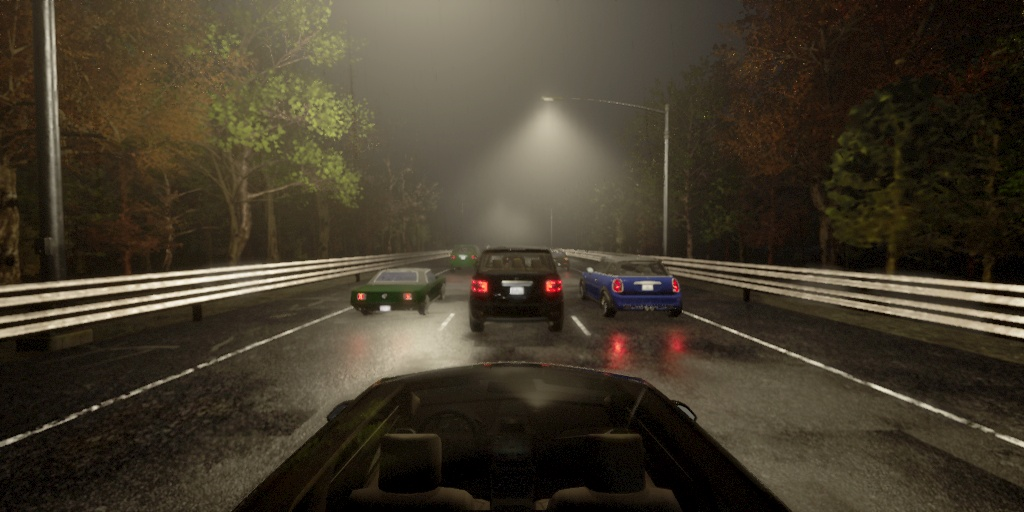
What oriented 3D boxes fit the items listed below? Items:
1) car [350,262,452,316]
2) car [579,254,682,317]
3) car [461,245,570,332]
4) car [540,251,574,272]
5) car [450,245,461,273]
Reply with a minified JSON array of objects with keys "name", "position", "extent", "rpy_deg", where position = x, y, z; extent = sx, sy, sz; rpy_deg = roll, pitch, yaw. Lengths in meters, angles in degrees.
[{"name":"car","position":[-3.395,1.040,11.750],"extent":[1.895,1.301,4.718],"rpy_deg":[0,2,-1]},{"name":"car","position":[3.606,0.793,11.723],"extent":[2.097,1.767,4.553],"rpy_deg":[0,2,-1]},{"name":"car","position":[0.103,0.715,10.022],"extent":[2.150,2.045,5.566],"rpy_deg":[0,2,0]},{"name":"car","position":[3.609,0.364,29.675],"extent":[2.128,1.511,4.902],"rpy_deg":[0,2,0]},{"name":"car","position":[-3.395,0.160,27.663],"extent":[2.150,2.045,5.566],"rpy_deg":[0,2,0]}]
